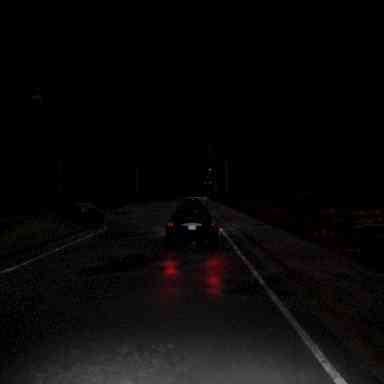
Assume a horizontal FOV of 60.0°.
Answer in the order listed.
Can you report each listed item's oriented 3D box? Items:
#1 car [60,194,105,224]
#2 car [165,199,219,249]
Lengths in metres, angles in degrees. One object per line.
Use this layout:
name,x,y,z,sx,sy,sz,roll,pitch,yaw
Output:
car,-7.662,1.141,23.079,1.905,1.878,3.866,8,-3,-42
car,0.000,1.363,14.620,2.097,1.767,4.553,0,0,0
